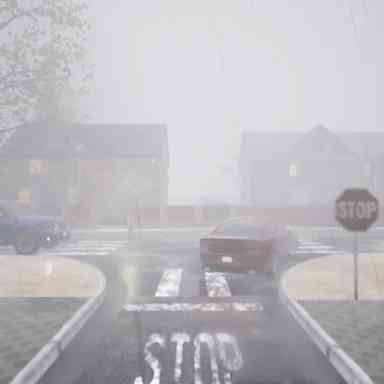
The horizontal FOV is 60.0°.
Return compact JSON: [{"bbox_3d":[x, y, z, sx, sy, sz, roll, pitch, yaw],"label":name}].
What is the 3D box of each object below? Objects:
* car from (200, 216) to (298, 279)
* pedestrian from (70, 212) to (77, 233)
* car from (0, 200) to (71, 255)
[{"bbox_3d":[1.913,1.476,10.329,1.882,1.535,5.008,-2,0,25],"label":"car"},{"bbox_3d":[-6.718,1.376,18.826,0.375,1.860,0.375,0,-1,1],"label":"pedestrian"},{"bbox_3d":[-7.698,1.314,12.978,5.566,2.045,2.150,-1,-1,1],"label":"car"}]
